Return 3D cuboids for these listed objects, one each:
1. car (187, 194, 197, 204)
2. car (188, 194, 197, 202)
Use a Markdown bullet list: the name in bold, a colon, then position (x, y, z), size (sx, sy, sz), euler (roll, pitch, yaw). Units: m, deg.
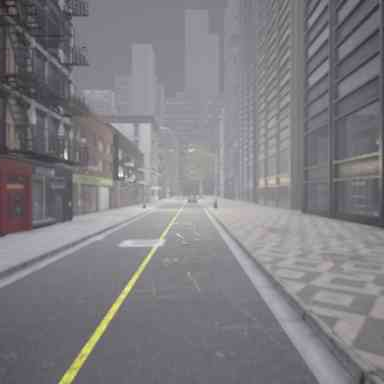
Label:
- **car**: position (0.049, 1.690, 69.878), size (1.994, 1.385, 4.181), euler (0, 0, 0)
- **car**: position (0.056, 1.354, 79.890), size (2.097, 1.767, 4.553), euler (0, 0, 0)
